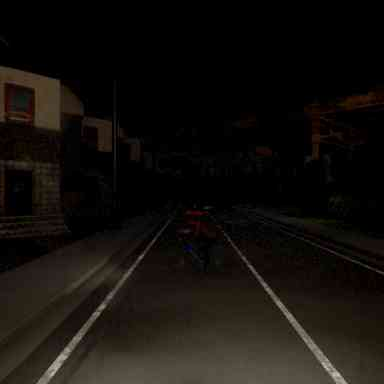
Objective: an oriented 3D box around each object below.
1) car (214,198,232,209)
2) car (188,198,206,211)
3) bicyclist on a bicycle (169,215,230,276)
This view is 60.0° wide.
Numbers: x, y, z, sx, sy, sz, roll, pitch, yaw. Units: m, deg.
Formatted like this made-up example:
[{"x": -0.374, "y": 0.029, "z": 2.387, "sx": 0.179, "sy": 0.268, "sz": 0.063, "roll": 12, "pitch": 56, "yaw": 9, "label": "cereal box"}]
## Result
[{"x": 4.145, "y": 1.547, "z": 44.434, "sx": 2.033, "sy": 1.411, "sz": 5.357, "roll": 0, "pitch": 0, "yaw": 11, "label": "car"}, {"x": 0.595, "y": 1.491, "z": 41.568, "sx": 2.128, "sy": 1.511, "sz": 4.902, "roll": 0, "pitch": 0, "yaw": 5, "label": "car"}, {"x": 0.183, "y": 1.454, "z": 9.004, "sx": 1.656, "sy": 1.620, "sz": 0.582, "roll": -2, "pitch": 0, "yaw": 0, "label": "bicyclist on a bicycle"}]
